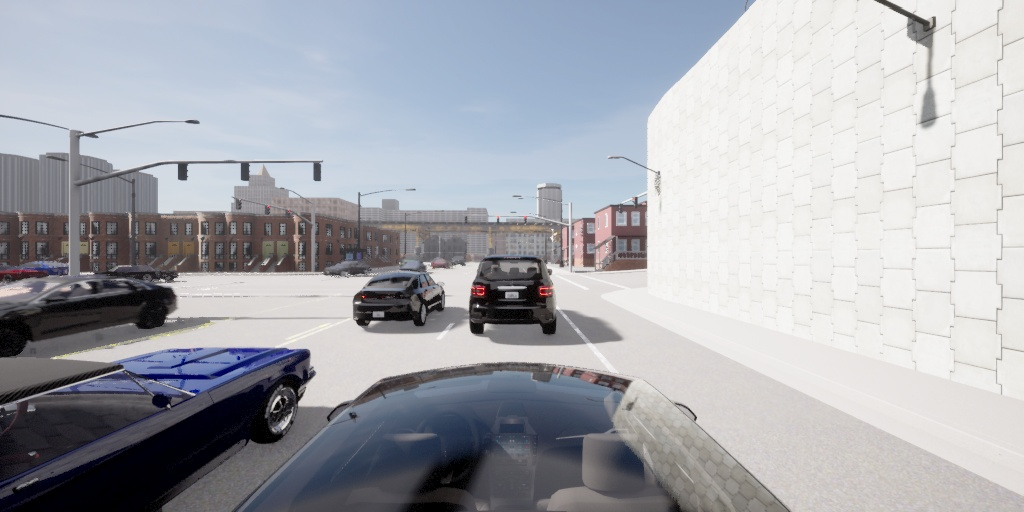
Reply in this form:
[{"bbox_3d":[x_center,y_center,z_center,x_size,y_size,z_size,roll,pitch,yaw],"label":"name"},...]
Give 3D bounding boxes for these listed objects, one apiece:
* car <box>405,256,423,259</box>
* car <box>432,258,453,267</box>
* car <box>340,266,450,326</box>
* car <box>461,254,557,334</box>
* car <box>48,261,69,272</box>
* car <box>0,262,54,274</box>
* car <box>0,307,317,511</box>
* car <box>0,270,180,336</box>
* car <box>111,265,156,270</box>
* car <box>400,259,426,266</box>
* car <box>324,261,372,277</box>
[{"bbox_3d":[-14.099,0.972,51.115,2.150,2.045,5.566,0,0,0],"label":"car"},{"bbox_3d":[-10.606,1.227,53.756,1.882,1.535,5.008,0,0,0],"label":"car"},{"bbox_3d":[-3.422,1.255,11.624,1.837,1.490,4.892,0,0,0],"label":"car"},{"bbox_3d":[0.062,0.971,10.734,2.150,2.045,5.566,0,0,1],"label":"car"},{"bbox_3d":[-40.550,1.227,30.722,5.008,1.535,1.882,0,0,0],"label":"car"},{"bbox_3d":[-38.295,1.351,27.045,4.718,1.301,1.895,0,0,0],"label":"car"},{"bbox_3d":[-3.397,1.351,2.370,1.895,1.301,4.718,0,0,0],"label":"car"},{"bbox_3d":[-10.601,1.241,8.335,2.128,1.511,4.902,0,0,0],"label":"car"},{"bbox_3d":[-28.178,1.351,27.081,4.718,1.301,1.895,0,0,0],"label":"car"},{"bbox_3d":[-10.608,1.297,38.929,2.033,1.411,5.357,0,0,0],"label":"car"},{"bbox_3d":[-15.649,1.256,34.423,1.837,1.490,4.892,2,0,19],"label":"car"}]
